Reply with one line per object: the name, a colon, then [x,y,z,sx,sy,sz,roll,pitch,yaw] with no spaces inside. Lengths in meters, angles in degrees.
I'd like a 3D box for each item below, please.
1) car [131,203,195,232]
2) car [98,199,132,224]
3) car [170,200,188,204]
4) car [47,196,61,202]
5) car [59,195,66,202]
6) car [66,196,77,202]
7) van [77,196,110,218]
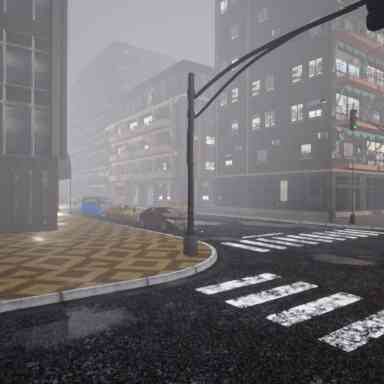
car: [-1.713,1.526,19.803,1.802,1.307,4.206,0,0,-36]
car: [-4.914,1.459,24.267,1.752,1.417,4.829,0,0,-36]
car: [-1.603,1.488,34.029,1.752,1.417,4.829,0,0,-36]
car: [-31.205,1.490,75.313,1.947,1.339,4.313,0,0,-36]
car: [-27.906,1.361,70.712,1.967,1.590,4.097,0,0,-36]
car: [-21.405,1.448,61.645,1.752,1.417,4.829,0,0,-36]
van: [-8.313,1.266,29.008,1.690,1.788,3.998,0,0,-36]
